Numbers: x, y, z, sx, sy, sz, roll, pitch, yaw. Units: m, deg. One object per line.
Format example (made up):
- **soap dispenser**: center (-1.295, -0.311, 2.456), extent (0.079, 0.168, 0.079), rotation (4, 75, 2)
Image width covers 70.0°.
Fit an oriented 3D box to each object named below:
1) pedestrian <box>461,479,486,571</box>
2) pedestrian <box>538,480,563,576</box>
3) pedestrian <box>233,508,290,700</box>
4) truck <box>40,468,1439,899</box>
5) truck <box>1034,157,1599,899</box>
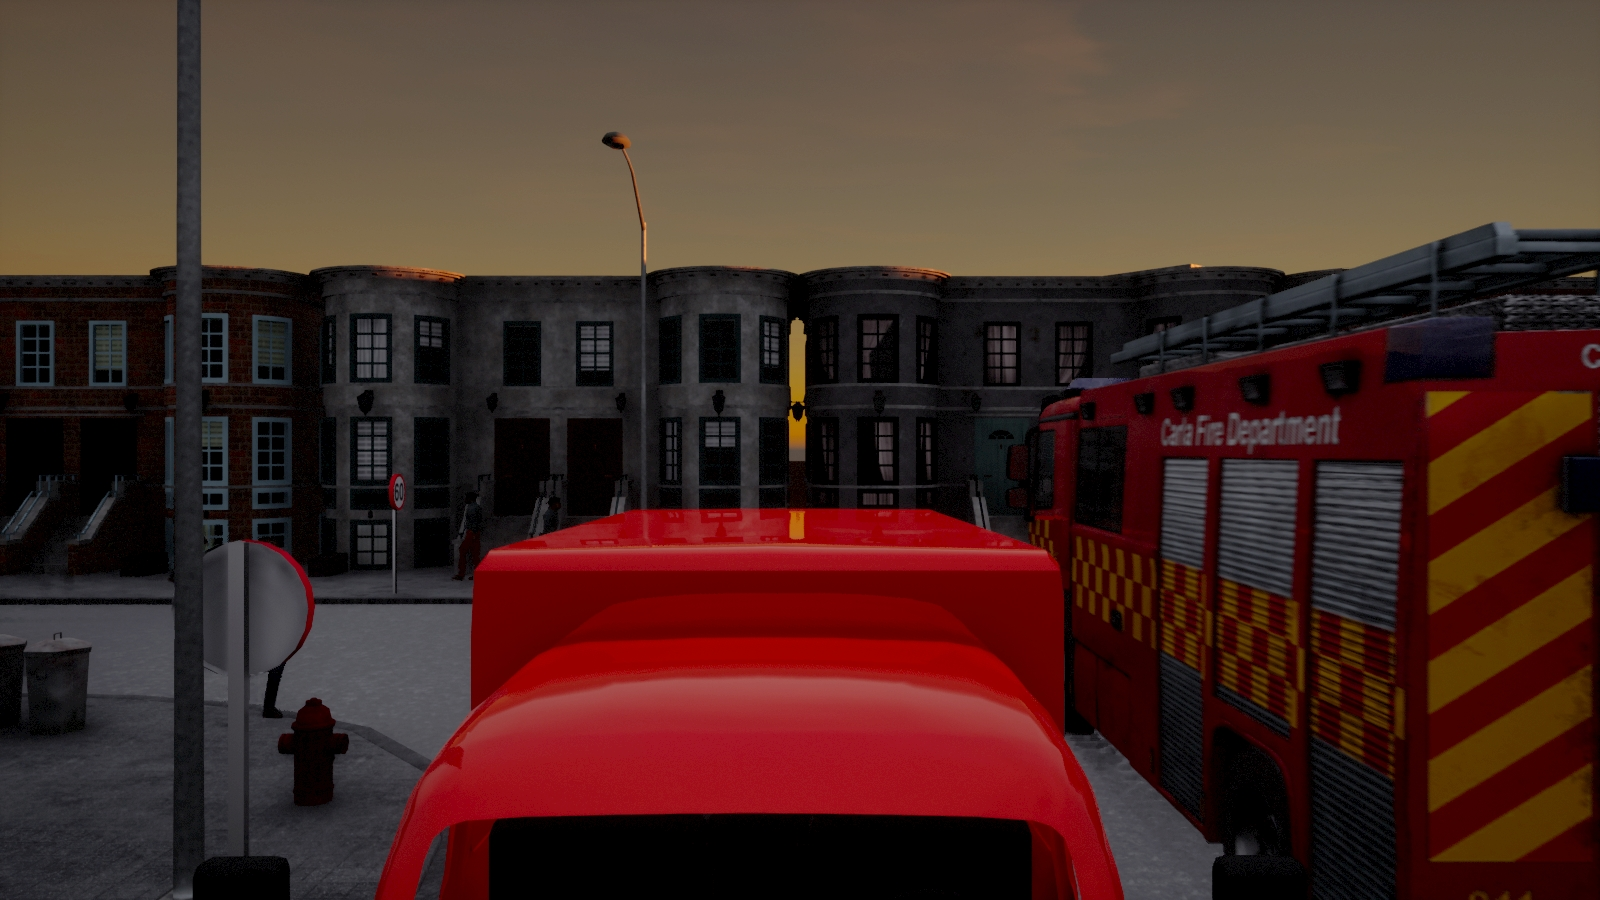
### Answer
- **pedestrian**: center (-6.678, 1.526, 23.363), extent (0.375, 1.860, 0.375), rotation (0, 0, 6)
- **pedestrian**: center (-4.916, 1.524, 22.510), extent (0.375, 1.860, 0.375), rotation (0, 0, 7)
- **pedestrian**: center (-5.415, 1.527, 11.495), extent (0.375, 1.860, 0.375), rotation (0, 0, 32)
- **truck**: center (-0.117, 1.348, 4.748), extent (2.627, 2.467, 5.204), rotation (0, 0, 0)
- **truck**: center (4.167, 0.670, 9.070), extent (2.891, 3.827, 8.468), rotation (0, 0, 0)
